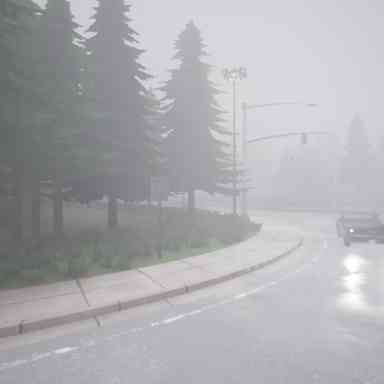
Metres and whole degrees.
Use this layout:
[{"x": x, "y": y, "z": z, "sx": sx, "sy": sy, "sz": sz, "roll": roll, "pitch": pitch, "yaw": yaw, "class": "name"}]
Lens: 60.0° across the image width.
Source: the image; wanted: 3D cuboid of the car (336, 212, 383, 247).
[{"x": 7.653, "y": 1.601, "z": 14.922, "sx": 1.895, "sy": 1.301, "sz": 4.718, "roll": 0, "pitch": 0, "yaw": 18, "class": "car"}]
